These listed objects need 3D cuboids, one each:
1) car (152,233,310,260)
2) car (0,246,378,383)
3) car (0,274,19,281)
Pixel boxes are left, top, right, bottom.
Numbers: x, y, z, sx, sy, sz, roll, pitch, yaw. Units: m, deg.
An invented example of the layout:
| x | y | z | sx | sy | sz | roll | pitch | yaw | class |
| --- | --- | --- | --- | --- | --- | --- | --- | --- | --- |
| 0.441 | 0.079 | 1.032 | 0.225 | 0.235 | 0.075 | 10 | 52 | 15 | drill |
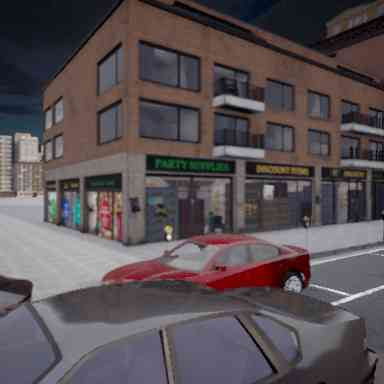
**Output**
| x | y | z | sx | sy | sz | roll | pitch | yaw | class |
| --- | --- | --- | --- | --- | --- | --- | --- | --- | --- |
| 0.472 | 1.544 | 6.542 | 4.507 | 1.381 | 1.887 | 0 | 0 | -35 | car |
| -0.638 | 1.548 | 2.600 | 5.357 | 1.411 | 2.033 | 0 | 0 | -35 | car |
| -3.931 | 1.566 | 3.405 | 4.313 | 1.339 | 1.947 | 0 | 0 | -35 | car |
